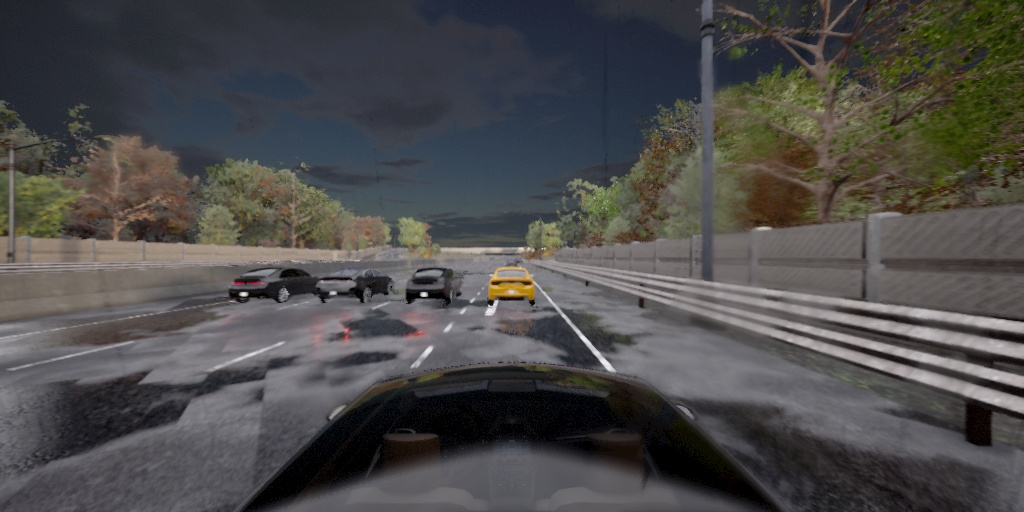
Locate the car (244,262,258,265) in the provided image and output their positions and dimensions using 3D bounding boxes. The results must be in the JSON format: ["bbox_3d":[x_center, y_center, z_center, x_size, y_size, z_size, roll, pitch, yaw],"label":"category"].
[{"bbox_3d":[-31.604,1.332,43.782,1.895,1.301,4.718,0,0,1],"label":"car"}]

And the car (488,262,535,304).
[{"bbox_3d":[-0.020,1.231,16.290,1.882,1.535,5.008,0,0,0],"label":"car"}]

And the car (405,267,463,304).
[{"bbox_3d":[-3.418,1.252,16.332,1.837,1.490,4.892,0,0,0],"label":"car"}]

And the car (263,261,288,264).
[{"bbox_3d":[-28.107,1.302,44.307,1.994,1.385,4.181,0,0,0],"label":"car"}]

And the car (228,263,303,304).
[{"bbox_3d":[-10.420,1.240,16.351,1.837,1.490,4.892,0,0,0],"label":"car"}]

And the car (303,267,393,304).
[{"bbox_3d":[-6.919,1.233,16.295,2.128,1.511,4.902,0,0,0],"label":"car"}]

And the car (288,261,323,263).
[{"bbox_3d":[-24.603,1.291,44.109,2.033,1.411,5.357,0,0,1],"label":"car"}]

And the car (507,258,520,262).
[{"bbox_3d":[-0.075,1.348,58.949,1.812,1.442,4.674,0,0,0],"label":"car"}]
